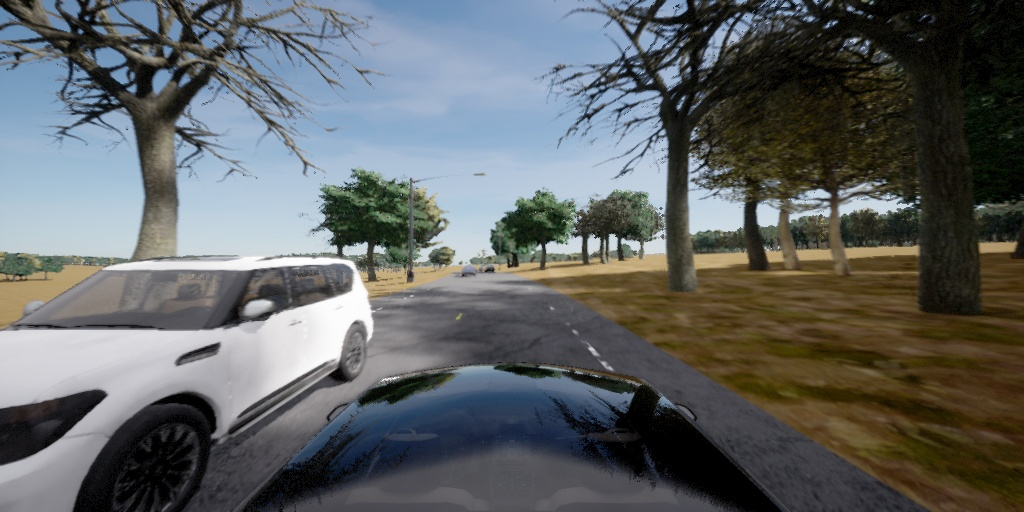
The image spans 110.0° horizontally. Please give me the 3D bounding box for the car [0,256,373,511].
[{"bbox_3d":[-3.614,1.008,4.365,2.150,2.045,5.566,0,0,0],"label":"car"}]

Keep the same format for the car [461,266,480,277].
[{"bbox_3d":[-5.558,2.010,46.765,2.033,1.411,5.357,0,-1,-4],"label":"car"}]
